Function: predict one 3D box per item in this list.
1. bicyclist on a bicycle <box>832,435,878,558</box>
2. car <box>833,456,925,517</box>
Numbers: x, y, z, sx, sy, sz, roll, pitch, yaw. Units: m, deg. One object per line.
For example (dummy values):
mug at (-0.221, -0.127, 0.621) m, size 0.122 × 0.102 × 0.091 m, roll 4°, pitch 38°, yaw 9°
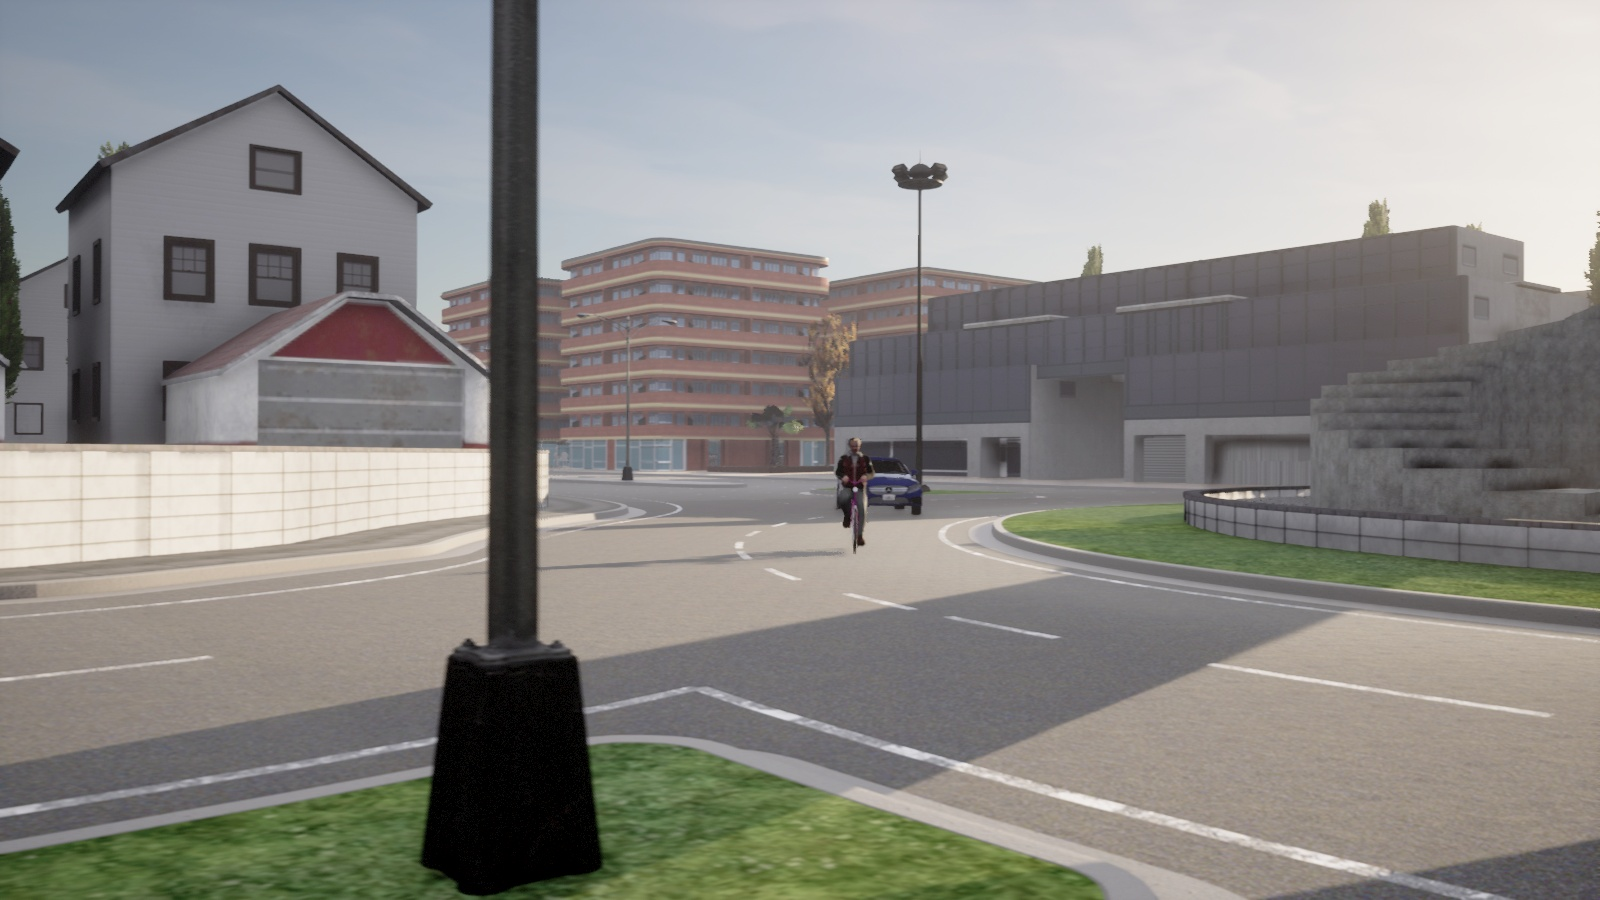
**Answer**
bicyclist on a bicycle at (0.811, 0.681, 19.042) m, size 0.659 × 1.776 × 1.843 m, roll 0°, pitch 0°, yaw 1°
car at (1.968, 0.882, 32.457) m, size 1.812 × 1.442 × 4.674 m, roll 0°, pitch 0°, yaw -3°
